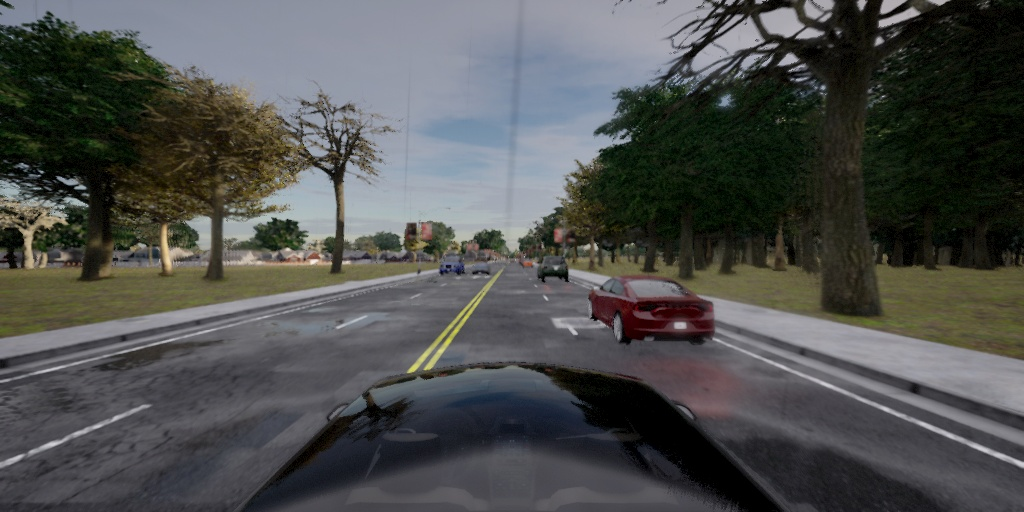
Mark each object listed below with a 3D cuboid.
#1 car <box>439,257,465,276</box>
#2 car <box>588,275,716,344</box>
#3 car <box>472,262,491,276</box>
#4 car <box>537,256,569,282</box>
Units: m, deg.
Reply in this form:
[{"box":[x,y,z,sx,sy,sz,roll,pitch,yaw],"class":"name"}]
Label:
[{"box":[-6.581,1.078,39.895,2.150,2.045,5.566,0,0,0],"class":"car"},{"box":[3.353,1.238,9.619,1.882,1.535,5.008,0,0,0],"class":"car"},{"box":[-3.332,1.405,39.988,2.033,1.411,5.357,0,0,0],"class":"car"},{"box":[3.358,1.041,29.914,2.150,2.045,5.566,0,0,0],"class":"car"}]
